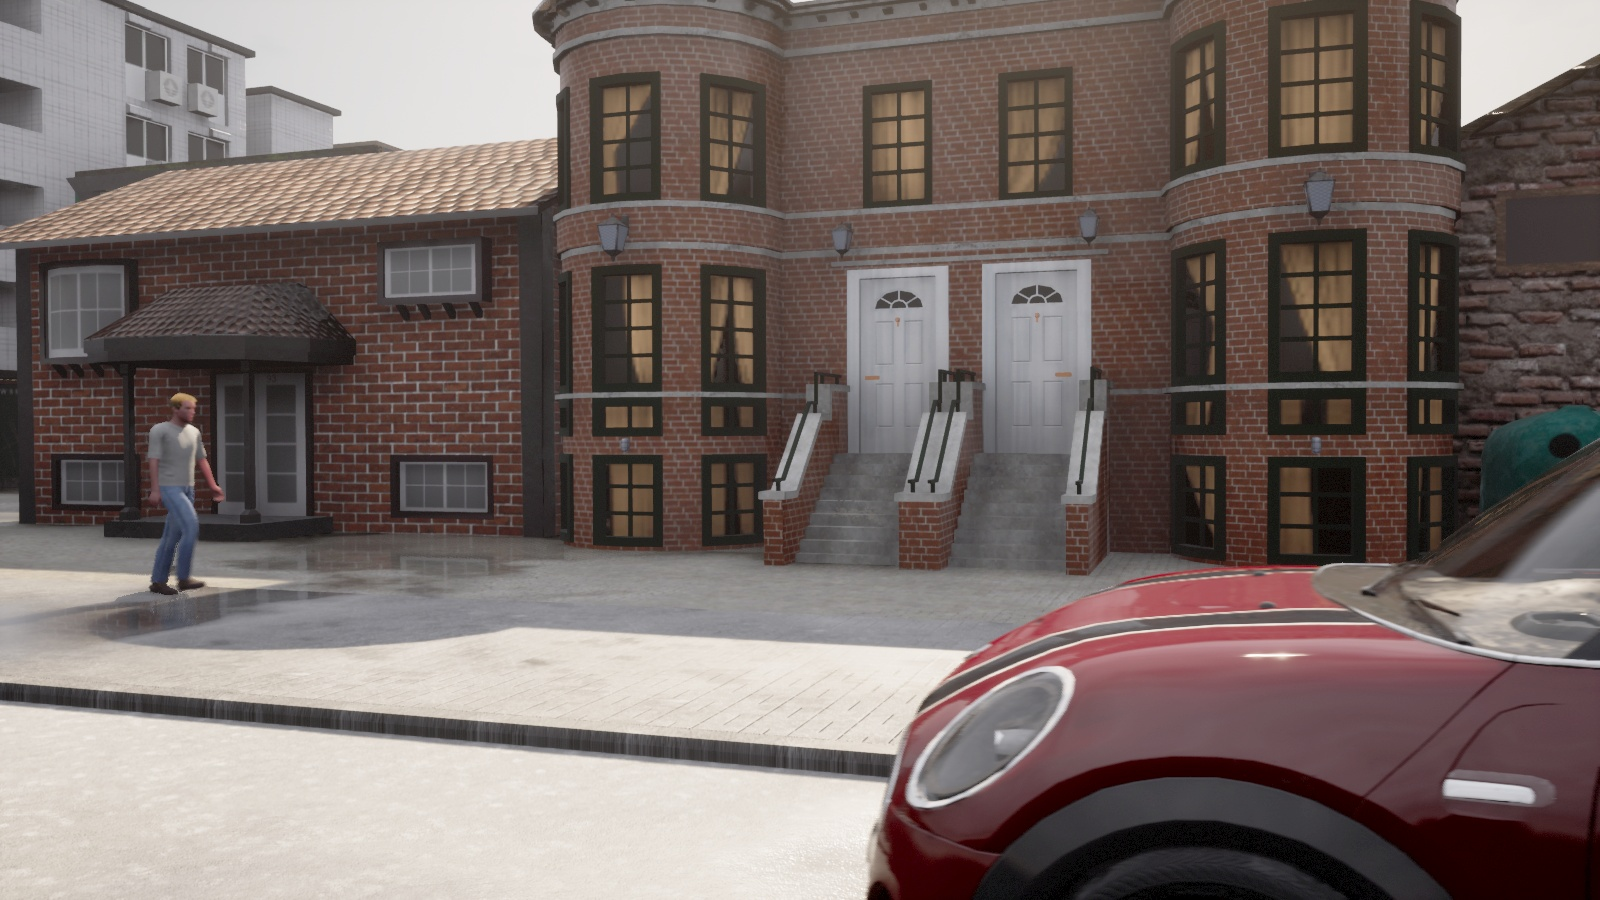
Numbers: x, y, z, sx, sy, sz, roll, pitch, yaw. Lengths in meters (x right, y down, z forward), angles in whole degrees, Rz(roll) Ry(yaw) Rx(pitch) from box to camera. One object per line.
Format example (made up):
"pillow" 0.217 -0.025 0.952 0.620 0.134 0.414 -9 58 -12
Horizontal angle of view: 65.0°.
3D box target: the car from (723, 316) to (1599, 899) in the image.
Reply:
"car" 2.330 0.647 2.933 4.553 1.767 2.097 1 1 19

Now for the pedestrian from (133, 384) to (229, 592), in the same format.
"pedestrian" -5.578 0.332 11.327 0.706 1.836 0.354 0 1 14
